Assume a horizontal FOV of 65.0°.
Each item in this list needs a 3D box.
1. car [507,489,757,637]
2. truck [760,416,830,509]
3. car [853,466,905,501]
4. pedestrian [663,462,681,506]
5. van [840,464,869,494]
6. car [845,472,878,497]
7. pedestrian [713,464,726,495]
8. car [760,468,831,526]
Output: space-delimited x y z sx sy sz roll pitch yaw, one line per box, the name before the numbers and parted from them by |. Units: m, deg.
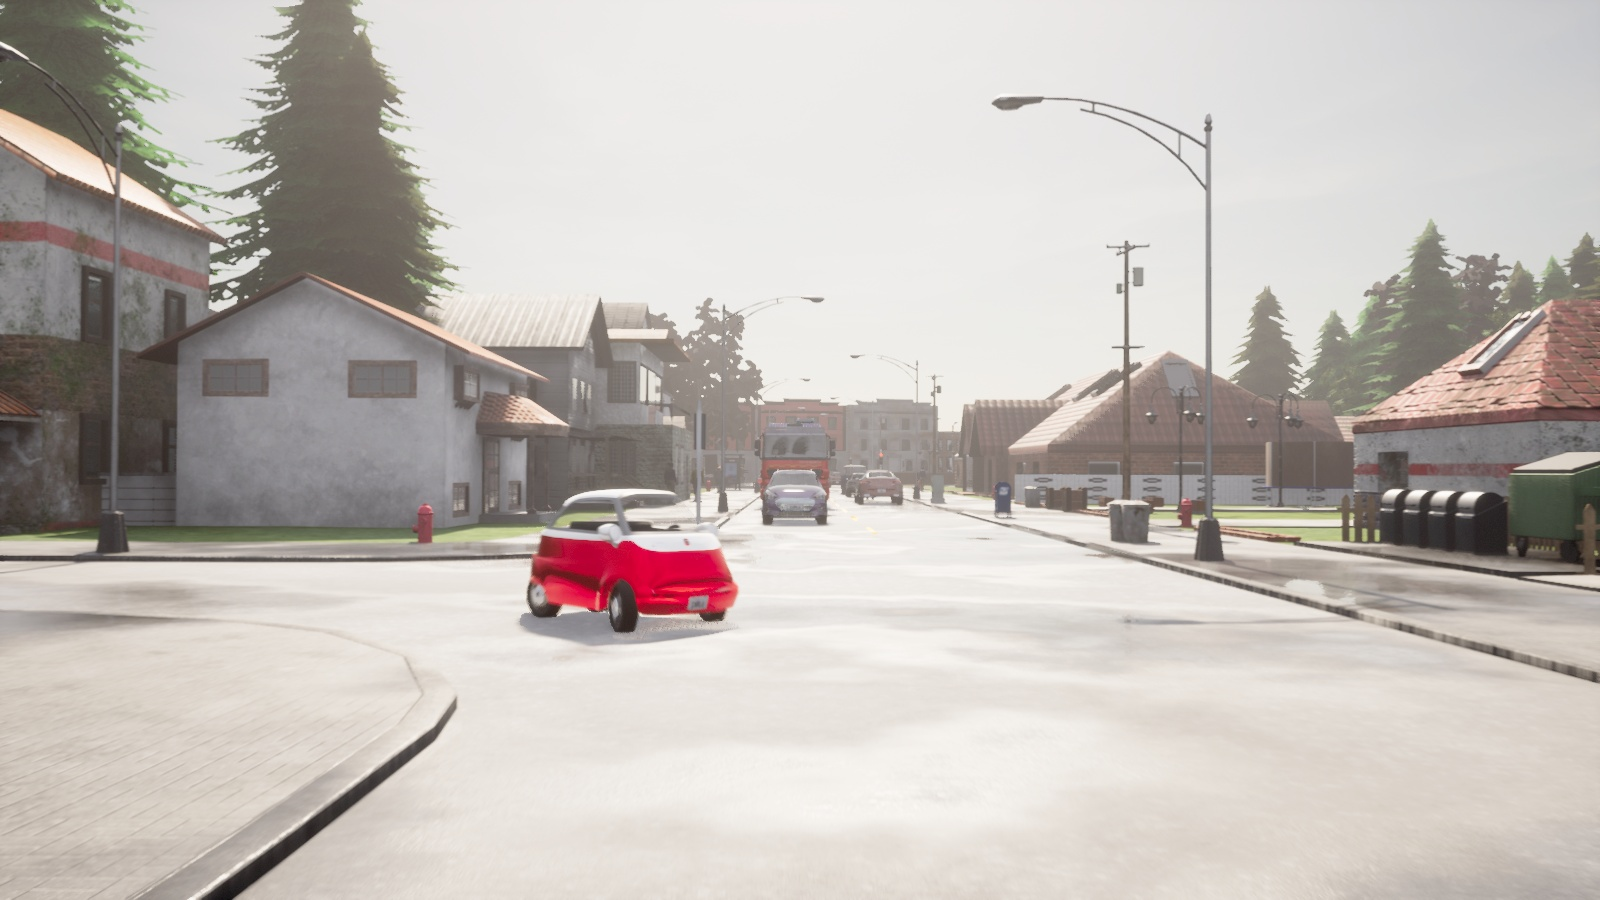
car | -1.753 1.094 12.987 2.207 1.376 1.481 -1 -3 42
truck | -0.215 0.585 55.830 2.891 3.827 8.468 0 -1 0
car | 3.770 1.592 60.578 2.152 1.651 5.027 0 -1 0
pedestrian | -5.468 1.442 53.514 0.370 1.835 0.726 -1 -1 36
van | 3.666 1.978 85.139 1.775 1.987 4.442 0 -1 0
car | 3.711 2.095 76.532 1.816 1.474 4.193 0 -1 0
pedestrian | -5.230 1.911 81.610 0.659 1.952 0.873 0 -1 9
car | -0.156 1.390 38.507 2.033 1.649 4.856 0 -1 -1
